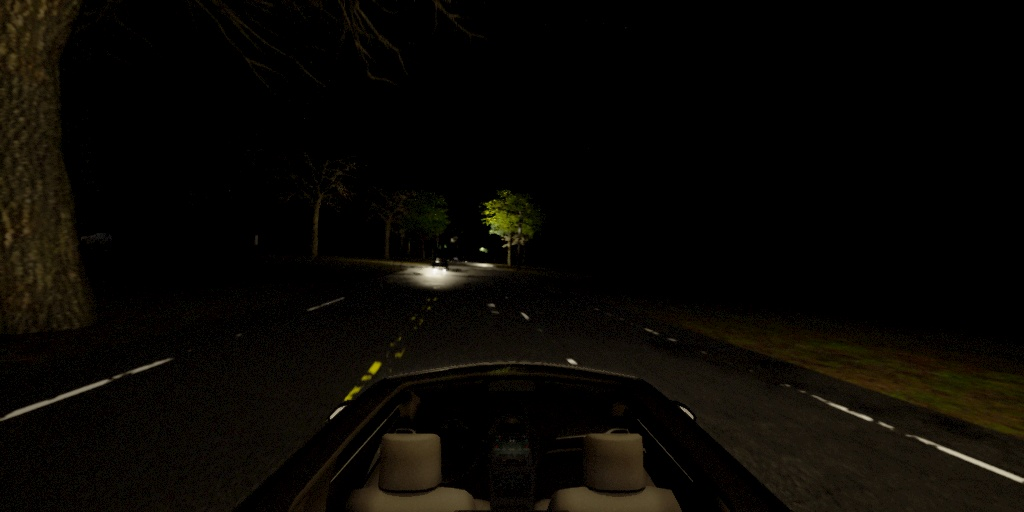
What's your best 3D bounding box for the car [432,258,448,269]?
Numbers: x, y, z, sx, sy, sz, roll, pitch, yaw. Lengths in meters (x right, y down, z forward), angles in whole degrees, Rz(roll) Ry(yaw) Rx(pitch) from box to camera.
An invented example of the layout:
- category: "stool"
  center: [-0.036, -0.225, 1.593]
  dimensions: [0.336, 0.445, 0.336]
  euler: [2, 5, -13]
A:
- category: "car"
  center: [-9.671, 0.960, 48.597]
  dimensions: [1.994, 1.385, 4.181]
  euler: [4, 0, -8]
